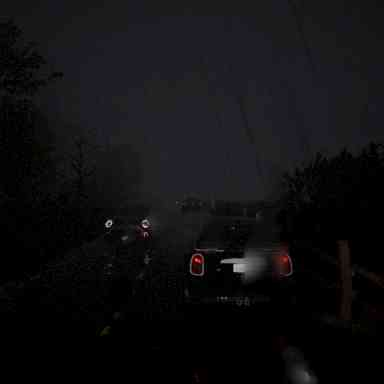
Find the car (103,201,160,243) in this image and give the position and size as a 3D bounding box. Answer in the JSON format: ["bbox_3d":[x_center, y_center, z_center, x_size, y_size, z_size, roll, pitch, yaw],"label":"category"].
[{"bbox_3d":[-2.755,1.347,16.064,2.097,1.767,4.553,0,0,0],"label":"car"}]

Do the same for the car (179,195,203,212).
[{"bbox_3d":[0.063,1.331,35.387,2.097,1.767,4.553,0,0,0],"label":"car"}]

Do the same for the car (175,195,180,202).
[{"bbox_3d":[-2.770,1.393,72.695,2.128,1.511,4.902,0,0,0],"label":"car"}]

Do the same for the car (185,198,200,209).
[{"bbox_3d":[0.046,1.565,45.351,1.895,1.301,4.718,0,0,0],"label":"car"}]

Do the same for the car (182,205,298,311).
[{"bbox_3d":[0.898,1.350,7.940,2.097,1.767,4.553,0,0,1],"label":"car"}]
